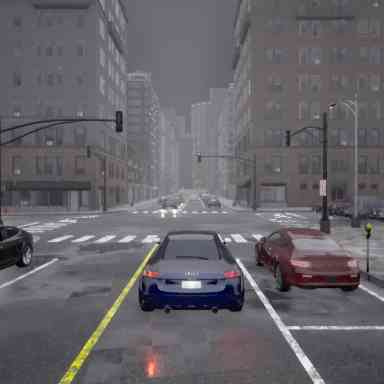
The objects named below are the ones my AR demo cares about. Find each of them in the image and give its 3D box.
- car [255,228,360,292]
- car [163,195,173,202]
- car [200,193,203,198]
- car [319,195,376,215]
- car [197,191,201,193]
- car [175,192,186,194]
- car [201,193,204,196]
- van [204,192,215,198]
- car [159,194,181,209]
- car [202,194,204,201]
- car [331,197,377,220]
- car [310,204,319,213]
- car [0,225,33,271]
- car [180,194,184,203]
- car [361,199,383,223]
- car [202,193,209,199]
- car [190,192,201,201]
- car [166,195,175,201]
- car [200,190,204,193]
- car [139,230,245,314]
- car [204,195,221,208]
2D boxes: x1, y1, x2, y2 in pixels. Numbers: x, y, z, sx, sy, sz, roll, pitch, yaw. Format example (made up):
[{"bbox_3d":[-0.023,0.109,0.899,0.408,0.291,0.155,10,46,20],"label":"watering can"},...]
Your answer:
[{"bbox_3d":[2.760,1.580,8.646,1.802,1.307,4.206,0,0,0],"label":"car"},{"bbox_3d":[-5.246,1.358,73.696,2.008,1.369,4.403,0,0,0],"label":"car"},{"bbox_3d":[3.279,1.390,73.620,1.802,1.307,4.206,0,0,0],"label":"car"},{"bbox_3d":[13.551,1.125,27.894,4.553,1.767,2.097,-1,0,0],"label":"car"},{"bbox_3d":[0.606,1.088,84.294,2.128,1.511,4.902,0,0,0],"label":"car"},{"bbox_3d":[-2.617,1.355,64.124,2.128,1.511,4.902,0,0,1],"label":"car"},{"bbox_3d":[3.231,1.425,68.064,1.802,1.307,4.206,0,0,0],"label":"car"},{"bbox_3d":[3.084,1.250,51.406,1.690,1.788,3.998,0,0,0],"label":"van"},{"bbox_3d":[-2.835,1.437,43.830,1.837,1.490,4.892,0,0,2],"label":"car"},{"bbox_3d":[3.132,1.437,56.958,1.887,1.381,4.507,0,0,0],"label":"car"},{"bbox_3d":[13.502,1.338,24.446,5.357,1.411,2.033,-1,0,0],"label":"car"},{"bbox_3d":[13.660,1.356,31.144,4.718,1.301,1.895,-1,0,0],"label":"car"},{"bbox_3d":[-5.766,1.564,8.648,1.947,1.339,4.313,0,0,0],"label":"car"},{"bbox_3d":[-2.749,1.428,53.735,1.812,1.442,4.674,0,0,0],"label":"car"},{"bbox_3d":[14.170,1.345,21.192,5.357,1.411,2.033,-1,0,0],"label":"car"},{"bbox_3d":[3.821,1.145,93.004,1.882,1.535,5.008,0,0,0],"label":"car"},{"bbox_3d":[0.520,1.319,74.294,1.812,1.442,4.674,0,0,0],"label":"car"},{"bbox_3d":[-5.198,1.349,79.249,1.802,1.307,4.206,0,0,0],"label":"car"},{"bbox_3d":[3.728,0.939,86.033,2.150,2.045,5.566,0,0,0],"label":"car"},{"bbox_3d":[0.003,1.563,7.725,1.994,1.385,4.181,0,0,0],"label":"car"},{"bbox_3d":[3.037,1.508,45.855,1.802,1.307,4.206,0,0,0],"label":"car"}]
